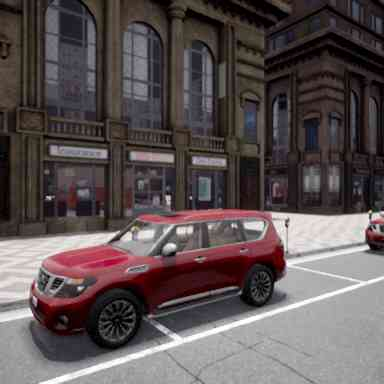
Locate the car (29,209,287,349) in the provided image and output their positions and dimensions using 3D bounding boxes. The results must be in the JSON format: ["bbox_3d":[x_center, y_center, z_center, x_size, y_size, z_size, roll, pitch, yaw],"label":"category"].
[{"bbox_3d":[-0.303,1.312,6.436,5.009,1.841,2.192,0,0,-36],"label":"car"}]

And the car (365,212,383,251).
[{"bbox_3d":[8.806,1.303,12.958,5.009,1.841,2.192,0,0,-36],"label":"car"}]
